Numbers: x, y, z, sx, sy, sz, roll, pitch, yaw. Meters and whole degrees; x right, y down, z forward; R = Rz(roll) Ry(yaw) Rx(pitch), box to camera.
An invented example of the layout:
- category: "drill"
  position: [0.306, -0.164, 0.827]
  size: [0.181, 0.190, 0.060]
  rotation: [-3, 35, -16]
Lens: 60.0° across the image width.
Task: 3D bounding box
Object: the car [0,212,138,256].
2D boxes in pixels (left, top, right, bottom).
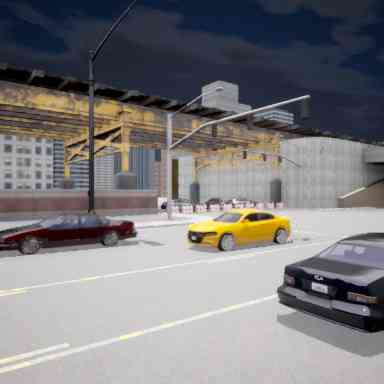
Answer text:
- category: "car"
  position: [-4.881, 1.547, 13.392]
  size: [5.357, 1.411, 2.033]
  rotation: [0, 0, -35]

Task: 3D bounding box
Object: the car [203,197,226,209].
- category: "car"
  position: [2.812, 1.295, 40.521]
  size: [1.853, 1.218, 4.536]
  rotation: [0, 0, 18]

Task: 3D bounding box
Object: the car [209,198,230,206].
- category: "car"
  position: [2.796, 1.453, 40.472]
  size: [2.038, 1.542, 4.974]
  rotation: [0, 0, 18]

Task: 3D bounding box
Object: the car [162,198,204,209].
- category: "car"
  position: [-1.001, 1.295, 37.795]
  size: [4.536, 1.218, 1.853]
  rotation: [0, 0, 8]

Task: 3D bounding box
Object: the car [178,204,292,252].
- category: "car"
  position: [2.098, 1.477, 14.081]
  size: [5.008, 1.535, 1.882]
  rotation: [0, 0, -36]

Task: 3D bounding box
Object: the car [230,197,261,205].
- category: "car"
  position: [6.656, 1.295, 44.224]
  size: [4.536, 1.218, 1.853]
  rotation: [0, 0, -7]

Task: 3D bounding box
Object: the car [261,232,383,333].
- category: "car"
  position: [4.050, 1.547, 6.664]
  size: [5.357, 1.411, 2.033]
  rotation: [0, 0, -35]

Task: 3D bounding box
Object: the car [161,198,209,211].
- category: "car"
  position: [-0.949, 1.453, 37.788]
  size: [4.974, 1.542, 2.038]
  rotation: [0, 0, 8]

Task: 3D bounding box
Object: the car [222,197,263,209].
- category: "car"
  position: [6.708, 1.453, 44.231]
  size: [4.974, 1.542, 2.038]
  rotation: [0, 0, -7]
